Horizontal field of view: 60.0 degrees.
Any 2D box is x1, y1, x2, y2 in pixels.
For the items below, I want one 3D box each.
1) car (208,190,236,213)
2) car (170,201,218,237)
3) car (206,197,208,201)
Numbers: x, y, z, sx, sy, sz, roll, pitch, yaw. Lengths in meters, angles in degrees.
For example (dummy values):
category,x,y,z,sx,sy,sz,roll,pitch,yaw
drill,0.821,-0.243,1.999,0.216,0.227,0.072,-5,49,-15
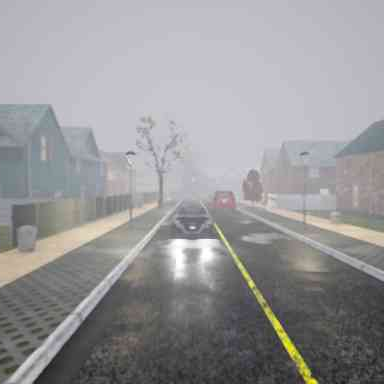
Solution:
category,x,y,z,sx,sy,sz,roll,pitch,yaw
car,2.839,0.822,30.560,2.150,2.045,5.566,0,1,3
car,0.019,1.338,16.493,1.994,1.385,4.181,0,1,0
car,2.819,1.001,43.442,2.033,1.411,5.357,0,1,0
